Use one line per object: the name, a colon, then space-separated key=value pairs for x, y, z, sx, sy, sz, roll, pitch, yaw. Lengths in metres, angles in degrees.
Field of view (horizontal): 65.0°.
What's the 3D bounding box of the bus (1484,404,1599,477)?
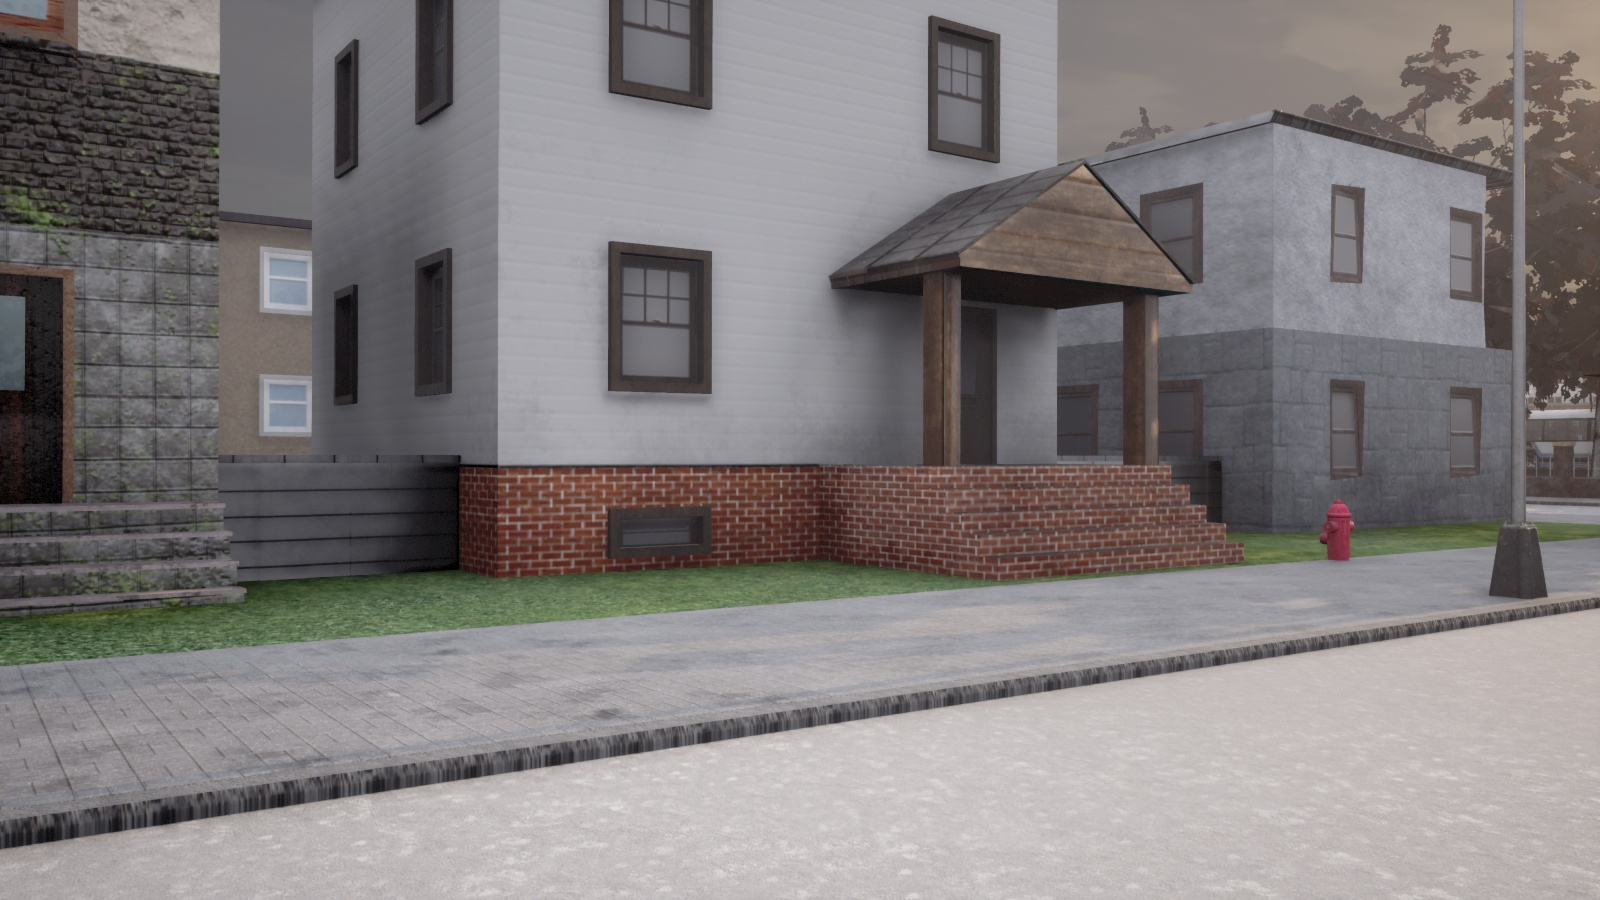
bus: x=47.707 y=-0.547 z=76.169 sx=3.944 sy=4.253 sz=10.273 roll=0 pitch=0 yaw=-34
